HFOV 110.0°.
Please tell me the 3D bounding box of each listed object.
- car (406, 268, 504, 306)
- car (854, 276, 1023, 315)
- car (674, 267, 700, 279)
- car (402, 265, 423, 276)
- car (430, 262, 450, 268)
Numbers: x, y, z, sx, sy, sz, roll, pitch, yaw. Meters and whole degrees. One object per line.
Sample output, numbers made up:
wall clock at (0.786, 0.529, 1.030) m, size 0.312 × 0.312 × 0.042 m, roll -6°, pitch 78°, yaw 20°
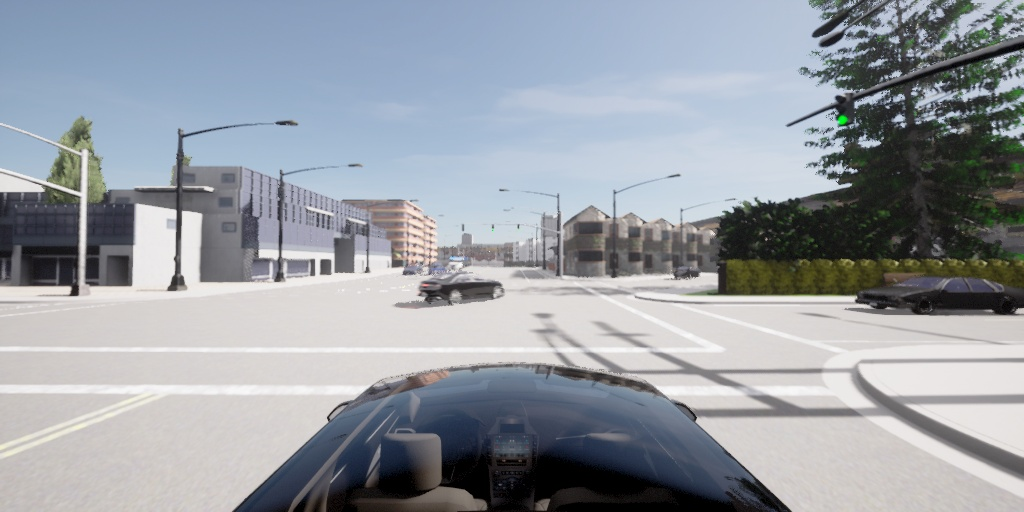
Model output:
car at (-2.382, 1.540, 17.787) m, size 2.128 × 1.511 × 4.902 m, roll 0°, pitch -1°, yaw 38°
car at (16.743, 1.490, 13.961) m, size 5.357 × 1.411 × 2.033 m, roll 0°, pitch -1°, yaw 0°
car at (21.606, 2.088, 44.242) m, size 2.128 × 1.511 × 4.902 m, roll -1°, pitch -2°, yaw 45°
car at (-14.094, 2.032, 51.277) m, size 2.033 × 1.411 × 5.357 m, roll 0°, pitch 0°, yaw 0°
car at (-10.592, 2.010, 51.178) m, size 1.812 × 1.442 × 4.674 m, roll 0°, pitch 0°, yaw 0°
